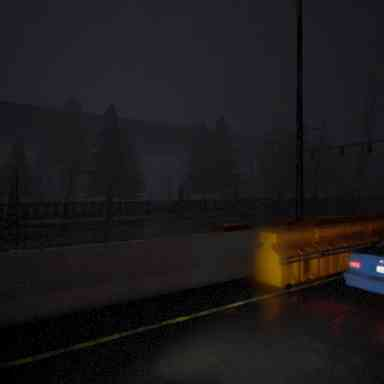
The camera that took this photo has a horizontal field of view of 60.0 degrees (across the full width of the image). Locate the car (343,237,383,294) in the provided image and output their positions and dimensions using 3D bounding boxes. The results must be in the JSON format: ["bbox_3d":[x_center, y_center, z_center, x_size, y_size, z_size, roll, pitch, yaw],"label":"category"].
[{"bbox_3d":[5.739,1.547,7.840,5.357,1.411,2.033,0,0,-35],"label":"car"}]
